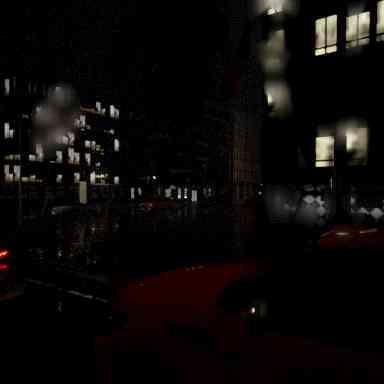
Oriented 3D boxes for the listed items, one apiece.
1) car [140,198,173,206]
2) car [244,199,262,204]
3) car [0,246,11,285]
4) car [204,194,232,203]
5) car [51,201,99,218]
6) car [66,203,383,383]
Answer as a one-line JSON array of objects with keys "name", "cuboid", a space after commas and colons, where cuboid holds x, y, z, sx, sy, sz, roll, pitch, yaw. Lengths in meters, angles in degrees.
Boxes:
[{"name": "car", "cuboid": [-4.240, 1.472, 40.119, 2.097, 1.767, 4.553, 1, 0, 37]}, {"name": "car", "cuboid": [10.258, 1.783, 54.254, 2.033, 1.411, 5.357, 1, 0, 36]}, {"name": "car", "cuboid": [-6.195, 1.522, 8.086, 4.674, 1.442, 1.812, 0, 0, 35]}, {"name": "car", "cuboid": [4.120, 1.406, 51.302, 2.150, 2.045, 5.566, 1, 0, 37]}, {"name": "car", "cuboid": [-10.835, 1.595, 31.261, 1.812, 1.442, 4.674, 1, 0, 37]}, {"name": "car", "cuboid": [1.707, 1.222, 2.468, 5.566, 2.045, 2.150, 0, 0, 35]}]
